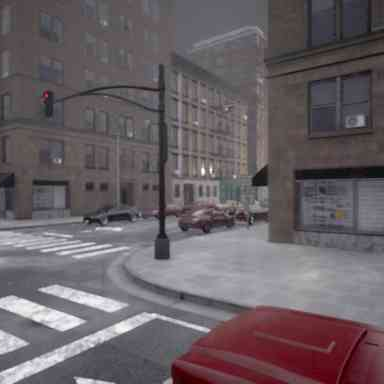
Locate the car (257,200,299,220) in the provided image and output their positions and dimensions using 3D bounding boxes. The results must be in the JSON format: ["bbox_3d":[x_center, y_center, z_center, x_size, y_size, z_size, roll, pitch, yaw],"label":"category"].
[{"bbox_3d":[7.382,1.486,28.215,1.752,1.417,4.829,0,0,36],"label":"car"}]

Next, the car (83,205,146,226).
[{"bbox_3d":[-5.665,1.573,23.764,1.947,1.339,4.313,0,0,36],"label":"car"}]

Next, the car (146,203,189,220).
[{"bbox_3d":[-2.456,1.587,28.253,1.802,1.307,4.206,0,0,36],"label":"car"}]

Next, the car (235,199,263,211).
[{"bbox_3d":[7.173,1.583,41.720,1.802,1.307,4.206,0,0,36],"label":"car"}]

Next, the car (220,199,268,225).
[{"bbox_3d":[4.073,1.402,23.587,1.967,1.590,4.097,0,0,36],"label":"car"}]

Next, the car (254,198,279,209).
[{"bbox_3d":[10.382,1.585,46.208,1.802,1.307,4.206,0,0,36],"label":"car"}]

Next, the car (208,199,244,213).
[{"bbox_3d":[3.864,1.528,37.092,1.752,1.417,4.829,0,0,36],"label":"car"}]

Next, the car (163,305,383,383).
[{"bbox_3d":[2.066,1.601,2.217,4.718,1.301,1.895,0,0,36],"label":"car"}]

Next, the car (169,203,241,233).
[{"bbox_3d":[0.864,1.546,19.097,1.802,1.307,4.206,0,0,36],"label":"car"}]

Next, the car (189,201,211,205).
[{"bbox_3d":[0.754,1.548,32.742,1.887,1.381,4.507,0,0,36],"label":"car"}]
